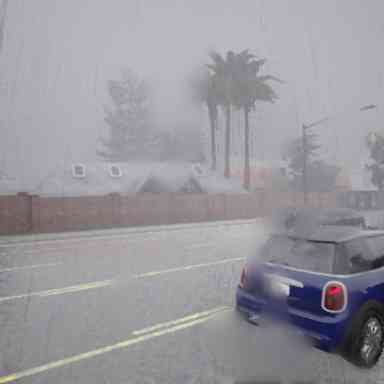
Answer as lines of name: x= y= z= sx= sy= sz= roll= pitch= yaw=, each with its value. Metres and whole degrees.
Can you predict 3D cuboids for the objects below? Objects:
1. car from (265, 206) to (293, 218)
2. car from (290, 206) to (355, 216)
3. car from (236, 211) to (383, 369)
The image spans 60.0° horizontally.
car: x=6.860 y=1.725 z=22.459 sx=4.902 sy=1.511 sz=2.128 roll=0 pitch=-1 yaw=-37
car: x=8.022 y=1.680 z=18.940 sx=4.892 sy=1.490 sz=1.837 roll=0 pitch=-1 yaw=-37
car: x=2.980 y=1.406 z=6.071 sx=4.553 sy=1.767 sz=2.097 roll=0 pitch=-1 yaw=-37
